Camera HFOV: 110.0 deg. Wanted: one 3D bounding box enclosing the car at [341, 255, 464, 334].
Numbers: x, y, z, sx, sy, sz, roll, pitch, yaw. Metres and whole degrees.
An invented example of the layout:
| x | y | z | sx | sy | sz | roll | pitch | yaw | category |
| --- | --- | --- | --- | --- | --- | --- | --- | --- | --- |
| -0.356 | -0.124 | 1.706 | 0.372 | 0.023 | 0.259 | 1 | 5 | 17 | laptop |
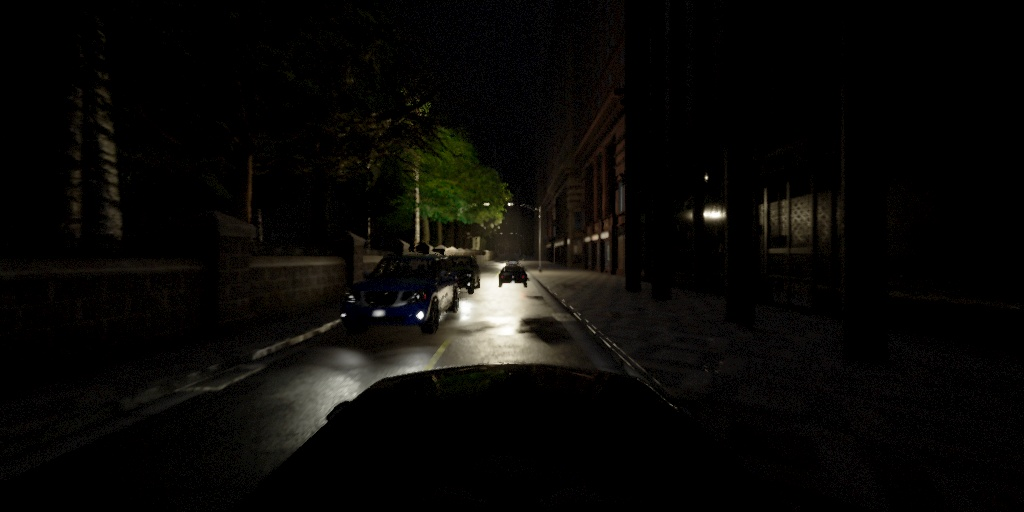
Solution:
| x | y | z | sx | sy | sz | roll | pitch | yaw | category |
| --- | --- | --- | --- | --- | --- | --- | --- | --- | --- |
| -3.033 | 0.971 | 11.001 | 2.150 | 2.045 | 5.566 | 0 | 0 | 1 | car |

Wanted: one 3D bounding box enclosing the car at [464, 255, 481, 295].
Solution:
| x | y | z | sx | sy | sz | roll | pitch | yaw | category |
| --- | --- | --- | --- | --- | --- | --- | --- | --- | --- |
| -3.020 | 0.967 | 20.308 | 2.150 | 2.045 | 5.566 | 0 | 0 | 1 | car |

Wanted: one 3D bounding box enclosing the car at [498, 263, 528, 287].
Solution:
| x | y | z | sx | sy | sz | roll | pitch | yaw | category |
| --- | --- | --- | --- | --- | --- | --- | --- | --- | --- |
| 0.067 | 1.344 | 24.376 | 1.895 | 1.301 | 4.718 | 0 | 0 | 0 | car |

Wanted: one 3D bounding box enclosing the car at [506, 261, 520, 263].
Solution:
| x | y | z | sx | sy | sz | roll | pitch | yaw | category |
| --- | --- | --- | --- | --- | --- | --- | --- | --- | --- |
| 0.097 | 1.293 | 47.379 | 1.994 | 1.385 | 4.181 | 0 | 0 | 0 | car |
